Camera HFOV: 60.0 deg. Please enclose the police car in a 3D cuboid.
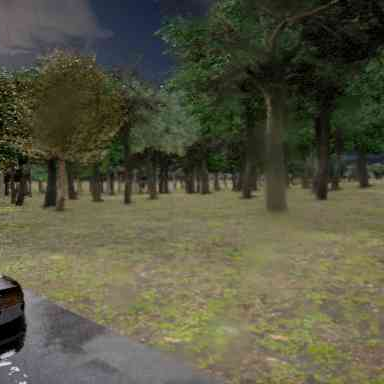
[{"bbox_3d":[-4.400,1.452,5.131,5.238,1.638,1.930,-1,1,42],"label":"police car"}]
